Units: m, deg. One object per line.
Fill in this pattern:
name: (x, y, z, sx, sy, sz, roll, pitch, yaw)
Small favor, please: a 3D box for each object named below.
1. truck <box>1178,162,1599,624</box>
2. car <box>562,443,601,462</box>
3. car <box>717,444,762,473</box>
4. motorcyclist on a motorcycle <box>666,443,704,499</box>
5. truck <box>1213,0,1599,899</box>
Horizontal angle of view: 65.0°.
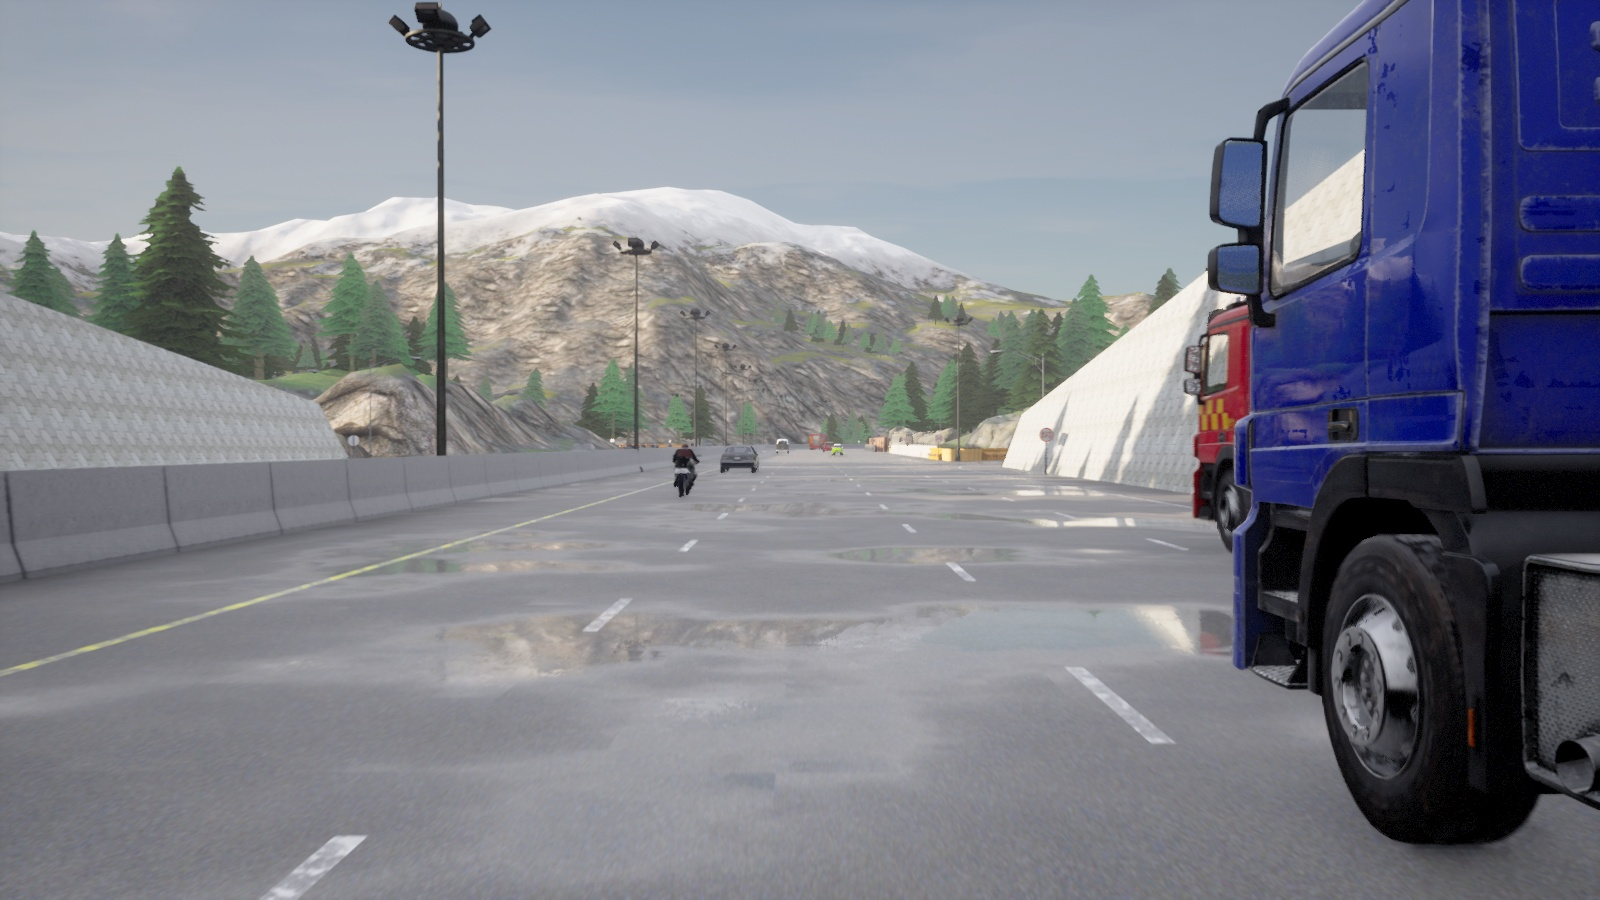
truck: (7.107, -0.495, 14.631, 2.891, 3.827, 8.468, 0, 0, 0)
car: (-16.879, 0.184, 97.260, 2.163, 1.488, 4.792, 0, 0, 0)
car: (-3.082, 0.427, 64.698, 2.033, 1.411, 5.357, 0, 0, 0)
motorcyclist on a motorcycle: (-3.262, 0.577, 35.783, 0.866, 1.530, 2.191, 0, 0, 0)
truck: (3.531, -0.246, 2.420, 2.891, 3.462, 7.936, 0, 0, 0)
